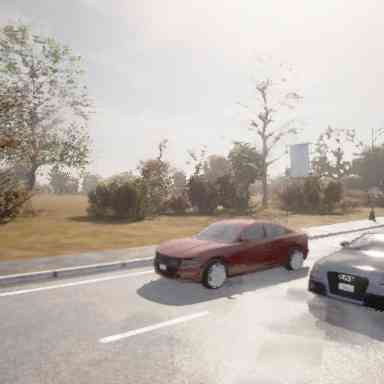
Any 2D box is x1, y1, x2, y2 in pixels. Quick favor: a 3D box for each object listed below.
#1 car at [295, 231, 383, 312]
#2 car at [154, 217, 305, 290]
[{"bbox_3d":[4.452,1.604,7.435,4.181,1.385,1.994,0,0,-38],"label":"car"},{"bbox_3d":[1.291,1.517,9.412,5.008,1.535,1.882,0,0,-38],"label":"car"}]
